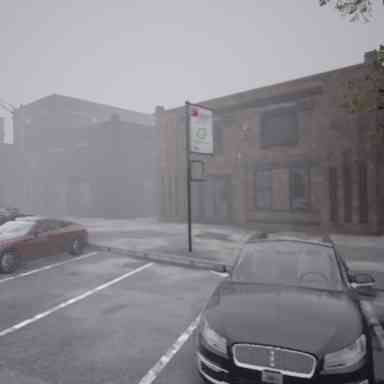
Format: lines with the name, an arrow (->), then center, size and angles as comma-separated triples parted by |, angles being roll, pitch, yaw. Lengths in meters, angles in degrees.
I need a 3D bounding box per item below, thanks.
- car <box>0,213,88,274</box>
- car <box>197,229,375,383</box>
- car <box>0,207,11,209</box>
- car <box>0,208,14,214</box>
car -> -5.378, 1.560, 11.061 | 2.002, 1.452, 4.674 | 0, 0, 20
car -> 1.545, 1.422, 5.311 | 2.231, 1.521, 4.892 | 0, 0, 20
car -> -9.978, 1.463, 14.934 | 2.185, 1.767, 4.553 | 0, 0, 20
car -> -7.695, 1.583, 12.954 | 2.163, 1.488, 4.792 | 0, 0, 20
